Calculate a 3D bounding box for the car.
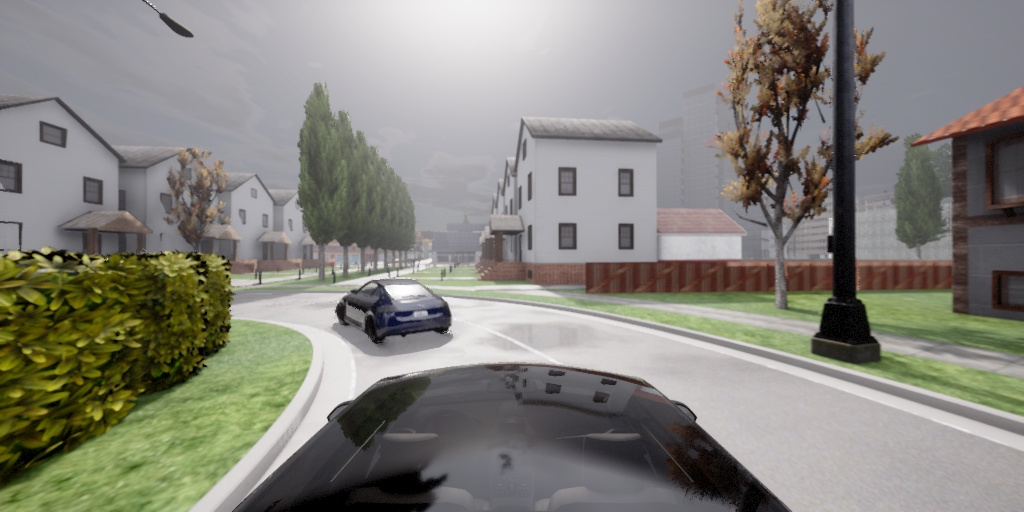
[{"bbox_3d":[-3.372,1.323,9.956,1.994,1.385,4.181,0,0,-38],"label":"car"}]
